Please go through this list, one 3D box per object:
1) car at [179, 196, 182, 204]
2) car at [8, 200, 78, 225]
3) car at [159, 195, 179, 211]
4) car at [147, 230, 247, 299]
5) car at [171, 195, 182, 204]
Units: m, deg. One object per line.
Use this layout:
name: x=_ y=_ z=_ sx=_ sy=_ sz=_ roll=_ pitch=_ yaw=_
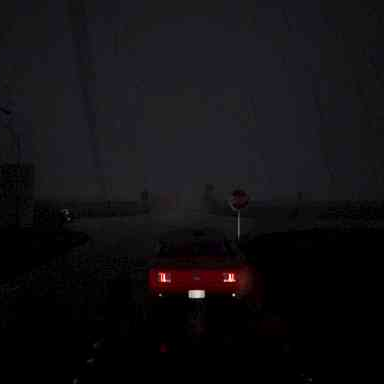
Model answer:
car: x=-2.873 y=1.403 z=49.340 sx=1.882 sy=1.535 sz=5.008 roll=0 pitch=0 yaw=0
car: x=-10.244 y=1.312 z=22.815 sx=4.553 sy=1.767 sz=2.097 roll=0 pitch=0 yaw=0
car: x=-2.849 y=1.431 z=39.291 sx=1.882 sy=1.535 sz=5.008 roll=0 pitch=0 yaw=-1
car: x=0.093 y=1.598 z=8.372 sx=1.895 sy=1.301 sz=4.718 roll=0 pitch=0 yaw=0
car: x=-2.840 y=1.391 z=61.303 sx=1.837 sy=1.490 sz=4.892 roll=0 pitch=0 yaw=0
